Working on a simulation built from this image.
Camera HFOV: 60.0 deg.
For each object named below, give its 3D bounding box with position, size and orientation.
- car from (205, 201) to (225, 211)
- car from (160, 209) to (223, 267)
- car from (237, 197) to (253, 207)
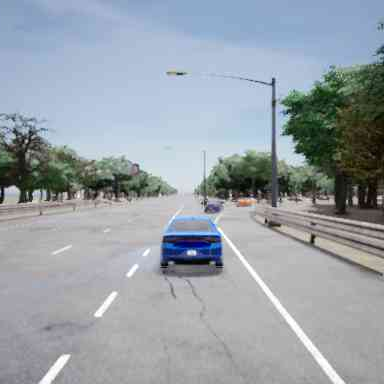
[{"bbox_3d":[2.847,1.813,42.151,1.812,1.442,4.674,0,-1,14],"label":"car"},{"bbox_3d":[-0.003,1.573,11.727,1.882,1.535,5.008,0,-1,0],"label":"car"},{"bbox_3d":[9.861,1.743,60.381,2.097,1.767,4.553,0,0,28],"label":"car"}]
